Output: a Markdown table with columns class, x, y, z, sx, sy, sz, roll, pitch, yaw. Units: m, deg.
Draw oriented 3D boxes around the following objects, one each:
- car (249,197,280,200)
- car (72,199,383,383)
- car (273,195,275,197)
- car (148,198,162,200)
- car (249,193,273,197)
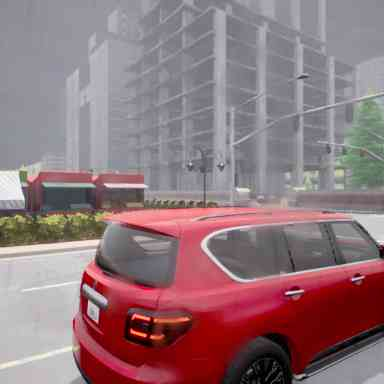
| class | x | y | z | sx | sy | sz | roll | pitch | yaw |
| --- | --- | --- | --- | --- | --- | --- | --- | --- | --- |
| car | 4.836 | 1.422 | 27.291 | 1.882 | 1.535 | 5.008 | 0 | 0 | -36 |
| car | 1.259 | 1.221 | 4.687 | 5.566 | 2.045 | 2.150 | 0 | 0 | -35 |
| car | 14.052 | 1.114 | 59.913 | 1.905 | 1.878 | 3.866 | 0 | 0 | -36 |
| car | -4.294 | 1.422 | 39.874 | 1.882 | 1.535 | 5.008 | 0 | 0 | -36 |
| car | 11.661 | 1.114 | 58.199 | 1.905 | 1.878 | 3.866 | 0 | 0 | -36 |
